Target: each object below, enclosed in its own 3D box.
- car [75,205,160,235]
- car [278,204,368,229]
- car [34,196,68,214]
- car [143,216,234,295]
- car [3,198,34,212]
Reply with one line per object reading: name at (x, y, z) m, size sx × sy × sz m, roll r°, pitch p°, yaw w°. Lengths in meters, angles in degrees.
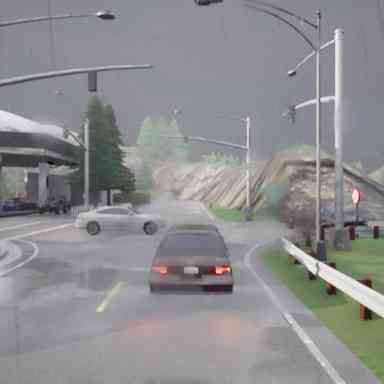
car at (-3.640, 1.426, 17.379) m, size 4.674 × 1.442 × 1.812 m, roll 0°, pitch 0°, yaw -1°
car at (6.637, 1.369, 17.592) m, size 2.033 × 1.411 × 5.357 m, roll 0°, pitch 0°, yaw -17°
car at (-14.587, 1.335, 35.215) m, size 1.905 × 1.878 × 3.866 m, roll 0°, pitch 0°, yaw -1°
car at (0.035, 1.553, 8.895) m, size 2.033 × 1.411 × 5.357 m, roll 0°, pitch 0°, yaw 1°
car at (-20.302, 1.505, 39.482) m, size 2.242 × 1.667 × 4.611 m, roll 0°, pitch 0°, yaw -1°
